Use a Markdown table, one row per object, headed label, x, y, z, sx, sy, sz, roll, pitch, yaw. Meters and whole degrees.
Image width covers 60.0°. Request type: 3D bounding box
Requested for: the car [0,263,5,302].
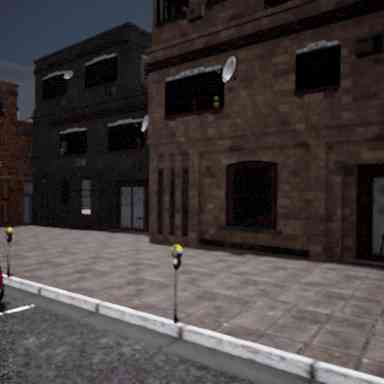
| label | x | y | z | sx | sy | sz | roll | pitch | yaw |
| --- | --- | --- | --- | --- | --- | --- | --- | --- | --- |
| car | -5.749 | 1.520 | 6.958 | 4.097 | 1.590 | 1.967 | -1 | 1 | 36 |
